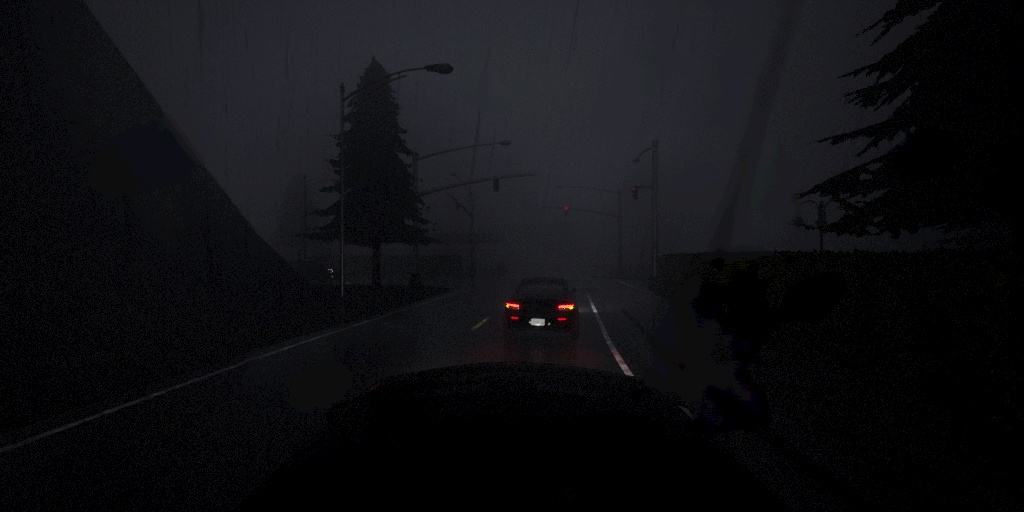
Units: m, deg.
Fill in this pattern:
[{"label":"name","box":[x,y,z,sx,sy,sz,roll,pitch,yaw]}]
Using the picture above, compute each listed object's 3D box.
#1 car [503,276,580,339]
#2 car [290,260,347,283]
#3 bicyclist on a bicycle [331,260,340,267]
[{"label":"car","box":[0.921,1.276,10.097,1.812,1.442,4.674,0,0,9]},{"label":"car","box":[-15.341,1.102,27.955,4.553,1.767,2.097,0,0,9]},{"label":"bicyclist on a bicycle","box":[-17.361,1.203,35.377,0.582,1.620,1.656,0,0,8]}]
